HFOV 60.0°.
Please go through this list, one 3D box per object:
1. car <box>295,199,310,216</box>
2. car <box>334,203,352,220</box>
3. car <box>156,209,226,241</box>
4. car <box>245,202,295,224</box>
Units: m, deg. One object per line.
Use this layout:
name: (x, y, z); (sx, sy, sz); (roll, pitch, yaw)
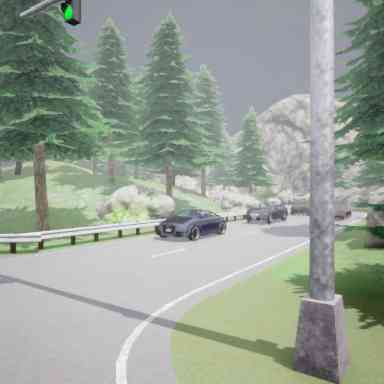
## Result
car: (11.317, 1.520, 33.689); (1.837, 1.490, 4.892); (0, 0, 28)
car: (12.261, 1.640, 28.299); (1.994, 1.385, 4.181); (0, -1, 34)
car: (0.055, 1.579, 16.968); (1.994, 1.385, 4.181); (0, 0, 35)
car: (5.716, 1.507, 25.144); (2.128, 1.511, 4.902); (0, 0, 35)
